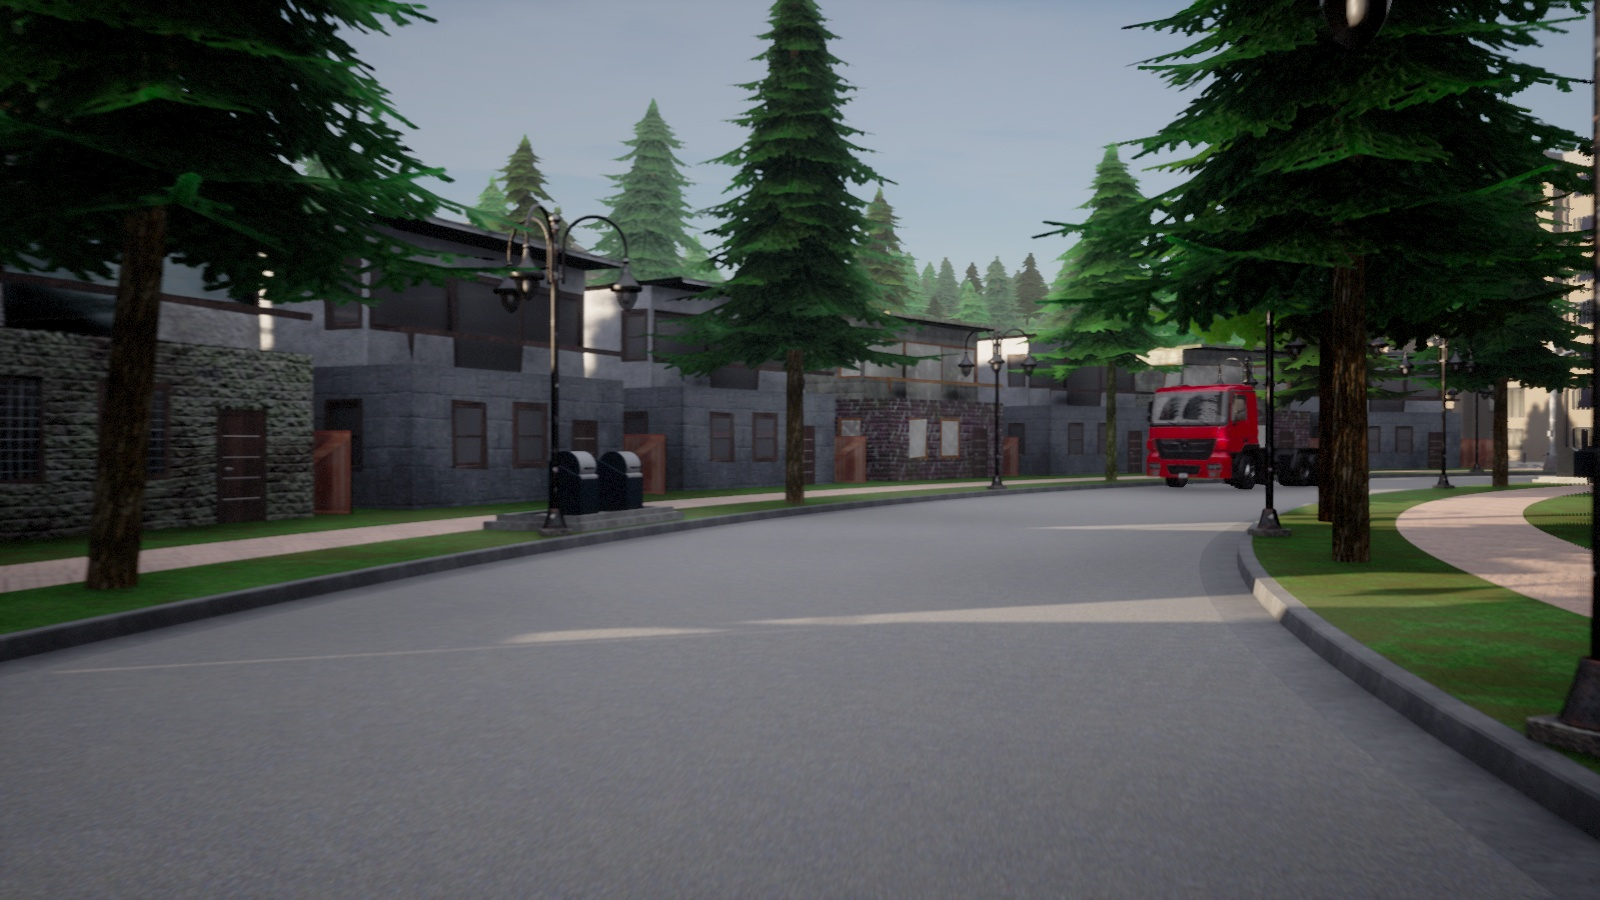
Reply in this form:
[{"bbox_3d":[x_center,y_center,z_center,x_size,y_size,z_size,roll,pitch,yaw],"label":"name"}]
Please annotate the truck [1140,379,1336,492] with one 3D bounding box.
[{"bbox_3d":[14.863,-0.449,42.248,7.936,3.462,2.891,0,0,-43],"label":"truck"}]
